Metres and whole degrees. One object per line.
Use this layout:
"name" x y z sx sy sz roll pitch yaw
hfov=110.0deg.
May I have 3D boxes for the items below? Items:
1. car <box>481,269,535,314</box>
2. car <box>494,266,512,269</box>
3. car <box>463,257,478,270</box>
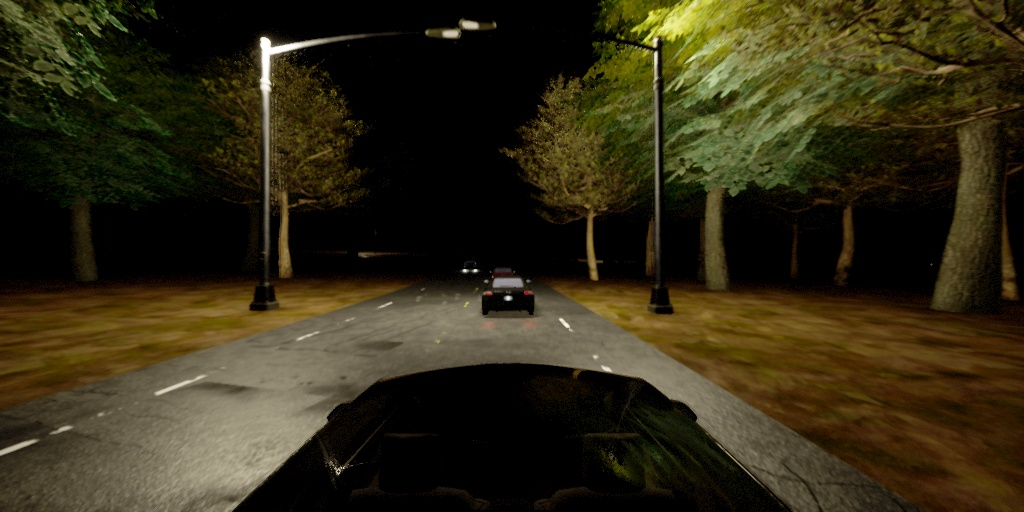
"car" -0.174 1.433 14.406 1.994 1.385 4.181 -1 0 -1
"car" -0.701 1.474 27.055 2.033 1.411 5.357 0 0 -3
"car" -6.756 1.188 58.879 2.150 2.045 5.566 0 0 -4
